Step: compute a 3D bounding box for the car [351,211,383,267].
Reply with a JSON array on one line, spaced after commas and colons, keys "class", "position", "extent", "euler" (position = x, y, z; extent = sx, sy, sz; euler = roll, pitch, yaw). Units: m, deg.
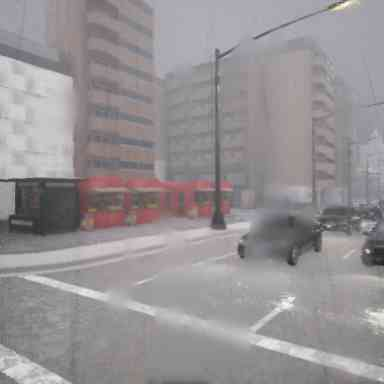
[{"class": "car", "position": [6.943, 1.571, 11.024], "extent": [2.033, 1.411, 5.357], "euler": [0, 0, 35]}]

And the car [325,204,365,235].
[{"class": "car", "position": [8.572, 1.585, 19.432], "extent": [1.837, 1.490, 4.892], "euler": [0, -1, 35]}]

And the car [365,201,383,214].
[{"class": "car", "position": [14.891, 1.746, 28.408], "extent": [1.994, 1.385, 4.181], "euler": [0, -1, 36]}]

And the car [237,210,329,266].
[{"class": "car", "position": [3.316, 1.548, 11.969], "extent": [1.812, 1.442, 4.674], "euler": [0, 0, 35]}]
